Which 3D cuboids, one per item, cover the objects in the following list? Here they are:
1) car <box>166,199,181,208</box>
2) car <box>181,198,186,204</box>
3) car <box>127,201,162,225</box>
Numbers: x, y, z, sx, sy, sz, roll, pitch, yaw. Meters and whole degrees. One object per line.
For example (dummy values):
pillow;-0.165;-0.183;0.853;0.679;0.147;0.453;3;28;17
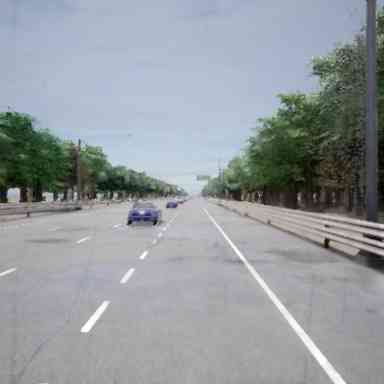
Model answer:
car;-3.332;2.010;56.704;1.812;1.442;4.674;0;-1;0
car;-3.110;2.435;85.911;1.895;1.301;4.718;0;-1;1
car;-3.470;1.485;25.145;2.097;1.767;4.553;0;-1;0
